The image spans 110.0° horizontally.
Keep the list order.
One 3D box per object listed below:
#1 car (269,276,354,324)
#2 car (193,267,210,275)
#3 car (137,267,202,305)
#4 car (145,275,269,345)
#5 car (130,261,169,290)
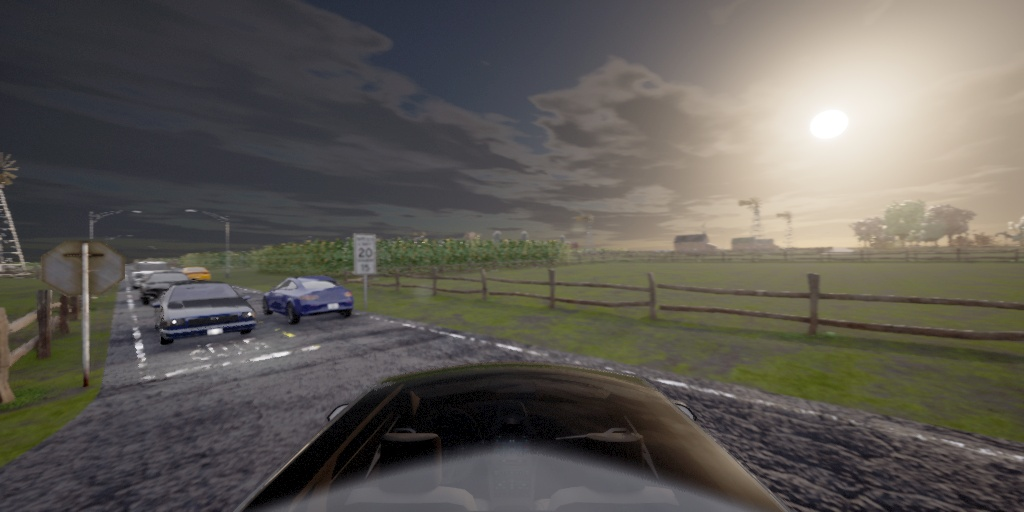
[{"bbox_3d":[-7.200,1.413,12.612,4.674,1.442,1.812,-1,0,43],"label":"car"},{"bbox_3d":[-29.410,1.765,33.165,5.008,1.535,1.882,-1,0,44],"label":"car"},{"bbox_3d":[-17.609,1.538,18.339,5.008,1.535,1.882,-1,0,43],"label":"car"},{"bbox_3d":[-9.030,1.452,10.393,5.357,1.411,2.033,-1,0,43],"label":"car"},{"bbox_3d":[-28.317,1.464,28.231,5.566,2.045,2.150,1,1,42],"label":"car"}]
